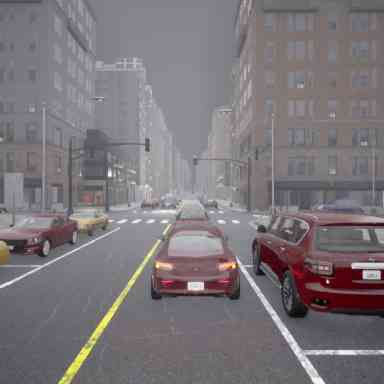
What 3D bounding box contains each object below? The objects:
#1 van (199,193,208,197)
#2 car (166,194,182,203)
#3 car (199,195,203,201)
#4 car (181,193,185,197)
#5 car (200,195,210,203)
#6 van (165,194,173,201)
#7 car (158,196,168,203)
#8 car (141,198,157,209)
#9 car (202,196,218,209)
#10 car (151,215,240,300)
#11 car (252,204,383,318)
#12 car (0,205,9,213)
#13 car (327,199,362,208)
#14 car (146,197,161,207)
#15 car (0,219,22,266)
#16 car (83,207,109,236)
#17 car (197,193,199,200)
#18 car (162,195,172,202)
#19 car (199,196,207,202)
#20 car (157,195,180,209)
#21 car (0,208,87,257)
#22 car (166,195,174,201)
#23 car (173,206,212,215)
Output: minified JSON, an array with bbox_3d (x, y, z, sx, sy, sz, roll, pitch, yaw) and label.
[{"bbox_3d":[2.616,1.359,62.626,1.690,1.788,3.998,1,0,0],"label":"van"},{"bbox_3d":[-3.143,1.562,56.123,2.033,1.411,5.357,0,0,0],"label":"car"},{"bbox_3d":[2.620,1.597,56.952,1.802,1.307,4.206,1,0,0],"label":"car"},{"bbox_3d":[-3.068,1.567,69.469,2.033,1.411,5.357,0,0,0],"label":"car"},{"bbox_3d":[2.625,1.595,51.278,1.802,1.307,4.206,1,0,0],"label":"car"},{"bbox_3d":[-5.932,1.372,85.316,1.690,1.788,3.998,1,0,0],"label":"van"},{"bbox_3d":[-5.917,1.602,68.297,1.802,1.307,4.206,1,0,0],"label":"car"},{"bbox_3d":[-5.895,1.556,45.606,1.887,1.381,4.507,1,0,0],"label":"car"},{"bbox_3d":[2.631,1.593,45.605,1.802,1.307,4.206,1,0,0],"label":"car"},{"bbox_3d":[0.077,1.528,8.290,1.812,1.442,4.674,0,0,0],"label":"car"},{"bbox_3d":[2.671,1.317,7.337,2.192,1.841,5.009,1,0,0],"label":"car"},{"bbox_3d":[-19.437,1.375,29.773,5.357,1.411,2.033,1,-1,0],"label":"car"},{"bbox_3d":[14.291,1.510,32.818,4.553,1.767,2.097,1,-1,0],"label":"car"},{"bbox_3d":[-5.900,1.558,51.279,1.887,1.381,4.507,1,0,0],"label":"car"},{"bbox_3d":[-5.856,1.527,7.167,1.752,1.417,4.829,1,0,0],"label":"car"},{"bbox_3d":[-5.868,1.529,18.416,1.752,1.417,4.829,1,0,0],"label":"car"},{"bbox_3d":[2.611,1.335,68.299,2.192,1.841,5.009,1,0,0],"label":"car"},{"bbox_3d":[-5.927,1.467,79.643,1.967,1.590,4.097,1,0,0],"label":"car"},{"bbox_3d":[2.597,1.609,79.645,1.802,1.307,4.206,1,0,0],"label":"car"},{"bbox_3d":[-3.129,1.503,45.517,2.128,1.511,4.902,0,0,1],"label":"car"},{"bbox_3d":[-5.862,1.548,12.962,1.887,1.381,4.507,1,0,0],"label":"car"},{"bbox_3d":[-5.940,1.616,90.988,1.802,1.307,4.206,1,0,0],"label":"car"},{"bbox_3d":[0.046,1.605,17.468,1.895,1.301,4.718,0,0,0],"label":"car"}]
